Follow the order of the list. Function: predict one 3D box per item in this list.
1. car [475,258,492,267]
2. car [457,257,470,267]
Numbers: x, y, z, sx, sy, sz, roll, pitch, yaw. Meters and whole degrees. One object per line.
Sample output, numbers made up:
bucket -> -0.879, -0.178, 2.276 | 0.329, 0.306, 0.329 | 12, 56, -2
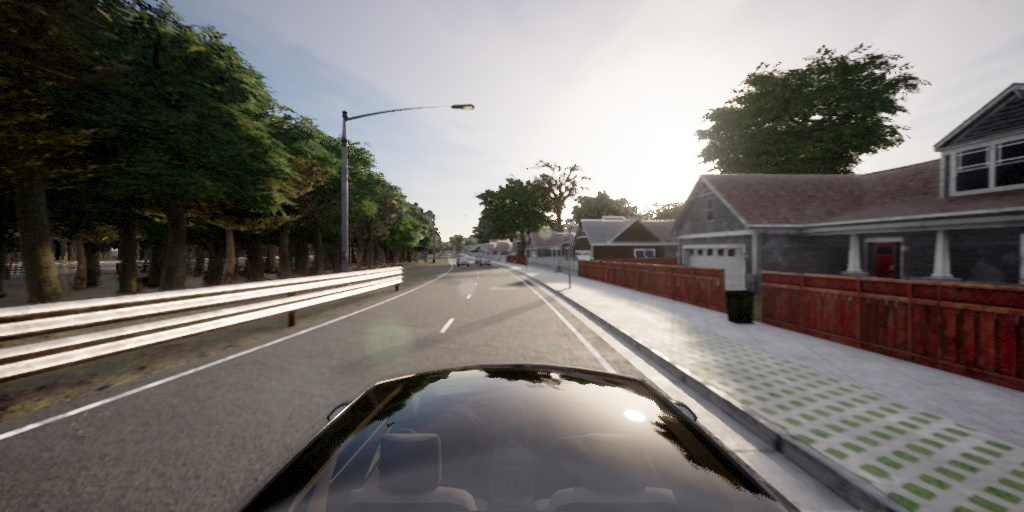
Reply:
car -> -4.437, 1.042, 58.984 | 2.033, 1.411, 5.357 | 0, 1, -9
car -> -7.881, 1.059, 58.347 | 2.033, 1.411, 5.357 | 0, 1, -9
